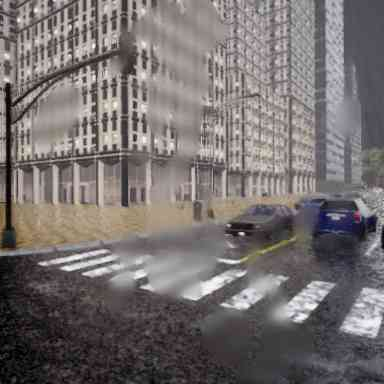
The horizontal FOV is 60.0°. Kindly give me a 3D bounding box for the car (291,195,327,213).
[{"bbox_3d":[10.814,1.025,30.557,1.947,1.339,4.313,1,2,35],"label":"car"}]

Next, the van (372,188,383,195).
[{"bbox_3d":[40.095,-0.046,72.103,1.690,1.788,3.998,1,1,35],"label":"van"}]

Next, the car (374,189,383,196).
[{"bbox_3d":[43.349,0.086,76.724,1.947,1.339,4.313,1,1,35],"label":"car"}]

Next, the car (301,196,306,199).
[{"bbox_3d":[9.271,1.033,23.892,1.882,1.535,5.008,0,1,35],"label":"car"}]

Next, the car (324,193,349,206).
[{"bbox_3d":[17.320,0.835,39.790,1.947,1.339,4.313,1,1,35],"label":"car"}]

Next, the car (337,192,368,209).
[{"bbox_3d":[16.559,0.829,34.201,2.128,1.511,4.902,0,1,35],"label":"car"}]

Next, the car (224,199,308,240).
[{"bbox_3d":[3.555,1.271,15.783,2.033,1.411,5.357,0,1,35],"label":"car"}]

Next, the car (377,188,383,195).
[{"bbox_3d":[46.603,-0.132,81.339,1.967,1.590,4.097,1,1,35],"label":"car"}]

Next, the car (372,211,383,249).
[{"bbox_3d":[7.939,1.275,11.931,1.947,1.339,4.313,1,1,35],"label":"car"}]

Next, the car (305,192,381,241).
[{"bbox_3d":[6.991,1.037,15.102,2.097,1.767,4.553,0,1,35],"label":"car"}]

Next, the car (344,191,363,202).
[{"bbox_3d":[23.828,0.625,49.023,1.887,1.381,4.507,1,1,35],"label":"car"}]
